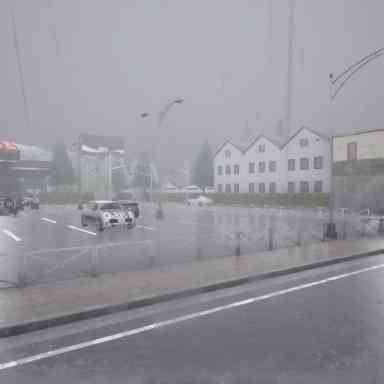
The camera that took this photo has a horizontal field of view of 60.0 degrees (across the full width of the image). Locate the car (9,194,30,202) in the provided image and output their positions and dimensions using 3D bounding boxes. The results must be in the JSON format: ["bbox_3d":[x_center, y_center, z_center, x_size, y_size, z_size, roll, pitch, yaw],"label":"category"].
[{"bbox_3d":[-38.211,1.328,73.753,3.866,1.878,1.905,0,0,-36],"label":"car"}]

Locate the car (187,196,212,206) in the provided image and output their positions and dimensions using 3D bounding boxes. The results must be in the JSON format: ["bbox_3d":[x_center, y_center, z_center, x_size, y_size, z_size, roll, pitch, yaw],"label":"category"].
[{"bbox_3d":[1.158,1.349,49.294,1.812,1.442,4.674,0,0,-35],"label":"car"}]

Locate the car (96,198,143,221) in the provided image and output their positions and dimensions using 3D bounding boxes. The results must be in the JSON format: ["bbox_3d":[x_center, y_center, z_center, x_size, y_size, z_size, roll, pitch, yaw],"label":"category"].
[{"bbox_3d":[-5.781,1.313,26.205,2.007,1.523,4.514,0,0,-36],"label":"car"}]

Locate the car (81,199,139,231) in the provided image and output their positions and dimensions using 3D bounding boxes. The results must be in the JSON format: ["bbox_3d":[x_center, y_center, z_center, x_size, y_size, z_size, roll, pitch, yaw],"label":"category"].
[{"bbox_3d":[-4.667,1.248,18.340,1.970,1.475,3.806,0,0,-36],"label":"car"}]

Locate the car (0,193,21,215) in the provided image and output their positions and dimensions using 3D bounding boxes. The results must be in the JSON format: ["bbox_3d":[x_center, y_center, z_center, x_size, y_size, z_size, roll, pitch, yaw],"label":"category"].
[{"bbox_3d":[-17.247,1.113,30.321,1.932,1.855,4.605,0,0,-36],"label":"car"}]

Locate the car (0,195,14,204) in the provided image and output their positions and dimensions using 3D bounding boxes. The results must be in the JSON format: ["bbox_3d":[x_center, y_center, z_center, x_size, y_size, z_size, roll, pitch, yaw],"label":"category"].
[{"bbox_3d":[-38.452,1.495,66.625,4.611,1.667,2.242,0,0,-36],"label":"car"}]

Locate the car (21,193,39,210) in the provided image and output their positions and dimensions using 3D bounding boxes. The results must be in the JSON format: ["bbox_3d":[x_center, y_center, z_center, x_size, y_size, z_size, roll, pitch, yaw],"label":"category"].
[{"bbox_3d":[-19.144,1.092,38.634,1.905,1.878,3.866,0,0,-36],"label":"car"}]
